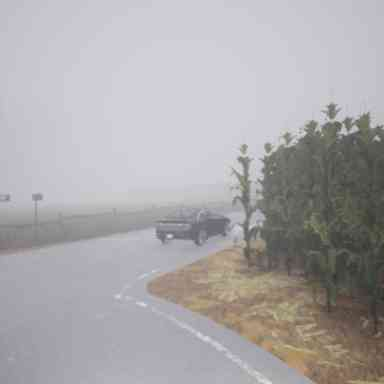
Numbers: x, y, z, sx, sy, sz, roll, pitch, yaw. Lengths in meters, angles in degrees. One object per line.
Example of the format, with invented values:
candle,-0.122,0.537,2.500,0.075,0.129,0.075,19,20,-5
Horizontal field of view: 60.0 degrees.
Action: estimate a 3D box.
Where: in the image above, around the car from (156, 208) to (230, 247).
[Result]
car,0.241,1.455,15.020,2.128,1.511,4.902,-1,0,27
